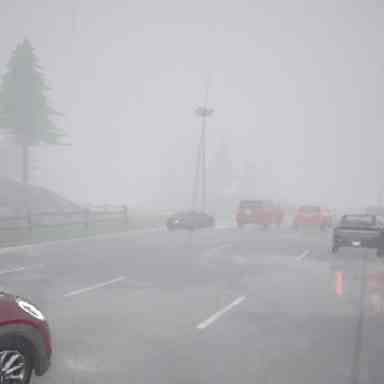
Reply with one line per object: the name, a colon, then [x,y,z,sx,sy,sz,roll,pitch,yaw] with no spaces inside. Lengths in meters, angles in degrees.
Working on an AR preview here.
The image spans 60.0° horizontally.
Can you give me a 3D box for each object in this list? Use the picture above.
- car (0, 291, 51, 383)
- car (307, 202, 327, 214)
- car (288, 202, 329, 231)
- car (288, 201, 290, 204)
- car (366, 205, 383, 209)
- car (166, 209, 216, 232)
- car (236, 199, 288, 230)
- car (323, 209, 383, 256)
car: [-3.536,1.381,2.725,2.097,1.767,4.553,0,-1,30]
car: [17.073,2.164,45.337,1.837,1.490,4.892,0,-1,30]
car: [8.714,1.700,23.870,2.097,1.767,4.553,0,-1,30]
car: [12.433,1.987,44.303,2.097,1.767,4.553,0,-1,30]
car: [20.835,2.171,37.857,1.895,1.301,4.718,0,-1,30]
car: [0.028,1.875,22.826,1.994,1.385,4.181,0,-1,30]
car: [5.075,1.568,24.569,2.150,2.045,5.566,0,-1,30]
car: [7.269,1.707,14.370,2.128,1.511,4.902,0,-1,30]
